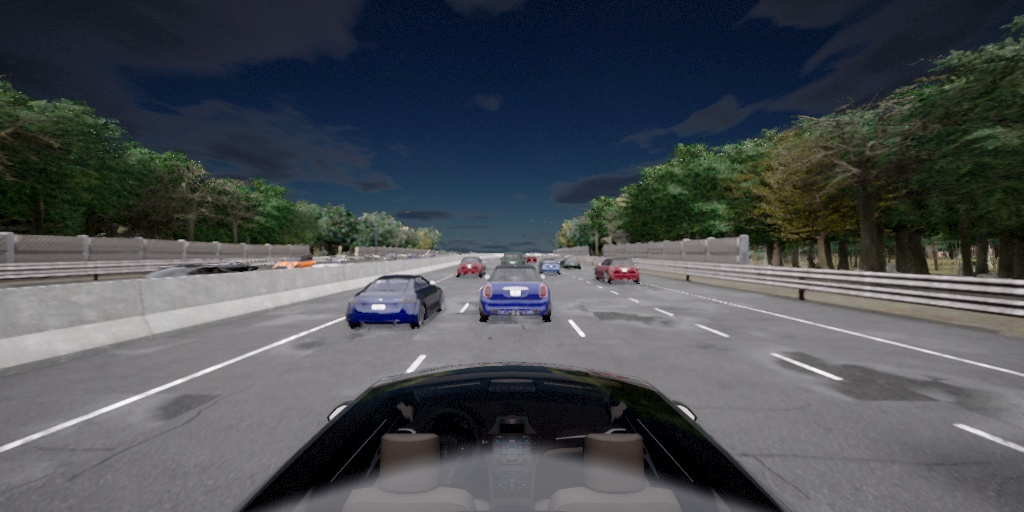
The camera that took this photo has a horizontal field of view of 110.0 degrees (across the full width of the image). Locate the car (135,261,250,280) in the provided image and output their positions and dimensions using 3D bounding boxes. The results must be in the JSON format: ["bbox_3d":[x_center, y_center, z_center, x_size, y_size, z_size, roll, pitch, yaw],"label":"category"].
[{"bbox_3d":[-14.100,1.163,15.422,1.837,1.490,4.892,0,1,0],"label":"car"}]

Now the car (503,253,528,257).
[{"bbox_3d":[0.098,0.710,31.478,2.150,2.045,5.566,0,1,0],"label":"car"}]

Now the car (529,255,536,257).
[{"bbox_3d":[3.496,0.484,65.326,1.882,1.535,5.008,0,1,0],"label":"car"}]

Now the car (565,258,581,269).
[{"bbox_3d":[7.096,0.898,43.862,1.994,1.385,4.181,0,1,0],"label":"car"}]

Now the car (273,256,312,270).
[{"bbox_3d":[-21.092,0.799,35.044,2.097,1.767,4.553,0,1,0],"label":"car"}]

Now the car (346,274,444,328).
[{"bbox_3d":[-3.400,1.259,11.144,1.994,1.385,4.181,0,0,0],"label":"car"}]

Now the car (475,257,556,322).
[{"bbox_3d":[0.099,1.039,12.200,2.097,1.767,4.553,0,0,0],"label":"car"}]

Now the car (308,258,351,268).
[{"bbox_3d":[-17.597,1.043,35.410,1.895,1.301,4.718,0,1,0],"label":"car"}]

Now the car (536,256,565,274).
[{"bbox_3d":[3.498,0.999,34.620,2.033,1.411,5.357,0,1,0],"label":"car"}]

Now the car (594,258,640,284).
[{"bbox_3d":[7.088,0.917,24.678,2.097,1.767,4.553,0,1,0],"label":"car"}]

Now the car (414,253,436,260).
[{"bbox_3d":[-14.048,0.679,58.658,1.994,1.385,4.181,0,1,1],"label":"car"}]

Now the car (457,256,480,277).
[{"bbox_3d":[-3.402,0.848,30.827,2.097,1.767,4.553,0,1,0],"label":"car"}]

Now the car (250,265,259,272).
[{"bbox_3d":[-24.597,1.091,31.255,1.895,1.301,4.718,0,1,0],"label":"car"}]
